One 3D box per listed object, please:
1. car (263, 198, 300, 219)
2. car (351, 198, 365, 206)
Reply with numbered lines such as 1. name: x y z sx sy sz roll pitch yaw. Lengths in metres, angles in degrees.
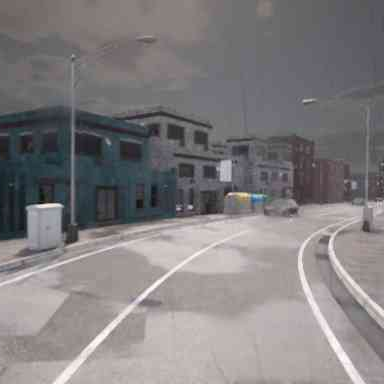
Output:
1. car: 8.265 1.402 30.514 2.097 1.767 4.553 2 0 35
2. car: 32.009 1.894 63.985 2.128 1.511 4.902 1 0 35
